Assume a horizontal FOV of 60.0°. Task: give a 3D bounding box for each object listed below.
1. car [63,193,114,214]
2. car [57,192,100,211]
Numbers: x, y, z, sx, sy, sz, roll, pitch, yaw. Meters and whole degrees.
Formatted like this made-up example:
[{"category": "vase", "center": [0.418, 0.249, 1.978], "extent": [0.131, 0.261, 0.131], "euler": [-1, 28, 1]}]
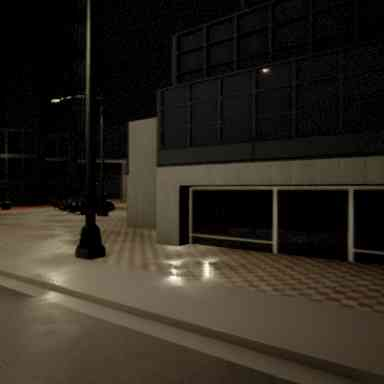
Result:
[{"category": "car", "center": [-9.996, 1.229, 33.363], "extent": [2.097, 1.767, 4.553], "euler": [0, 0, 36]}, {"category": "car", "center": [-11.968, 1.075, 36.709], "extent": [2.150, 2.045, 5.566], "euler": [0, 1, 36]}]
